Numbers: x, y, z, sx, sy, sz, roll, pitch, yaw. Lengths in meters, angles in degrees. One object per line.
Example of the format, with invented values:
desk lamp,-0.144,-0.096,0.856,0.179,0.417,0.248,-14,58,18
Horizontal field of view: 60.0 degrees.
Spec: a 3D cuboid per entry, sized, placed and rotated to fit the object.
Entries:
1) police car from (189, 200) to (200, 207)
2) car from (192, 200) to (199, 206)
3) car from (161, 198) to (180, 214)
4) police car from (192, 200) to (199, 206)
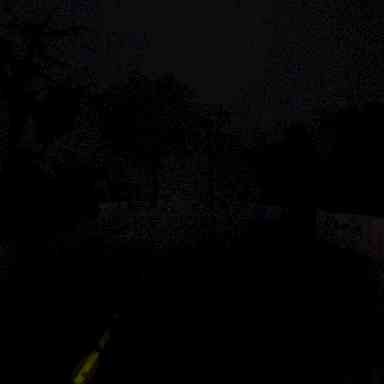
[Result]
police car,0.889,2.671,79.073,1.930,1.638,5.238,0,-1,0
car,0.897,2.965,88.964,1.812,1.442,4.674,0,-1,0
car,-2.802,1.829,43.890,2.150,2.045,5.566,0,-1,0
police car,0.902,2.989,95.078,1.930,1.638,5.238,0,-1,0
